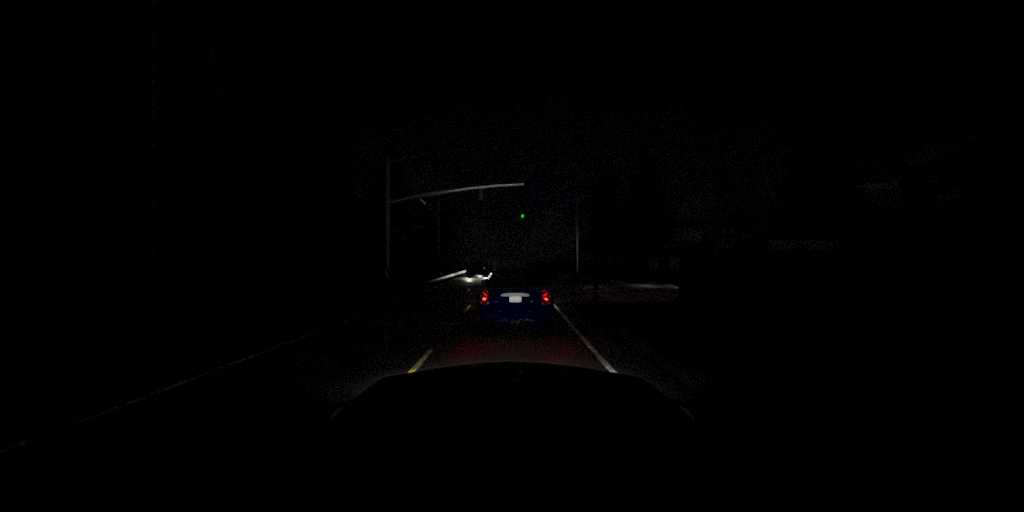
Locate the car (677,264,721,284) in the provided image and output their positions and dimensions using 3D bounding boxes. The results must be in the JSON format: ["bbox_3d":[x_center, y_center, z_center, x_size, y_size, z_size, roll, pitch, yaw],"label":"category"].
[{"bbox_3d":[14.884,1.391,26.873,4.553,1.767,2.097,0,0,5],"label":"car"}]

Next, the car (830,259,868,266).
[{"bbox_3d":[24.418,1.255,25.800,5.566,2.045,2.150,0,0,11],"label":"car"}]

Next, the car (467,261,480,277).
[{"bbox_3d":[-3.572,1.296,38.654,2.097,1.767,4.553,0,0,0],"label":"car"}]

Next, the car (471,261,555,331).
[{"bbox_3d":[0.090,1.152,11.324,2.097,1.767,4.553,0,0,0],"label":"car"}]
